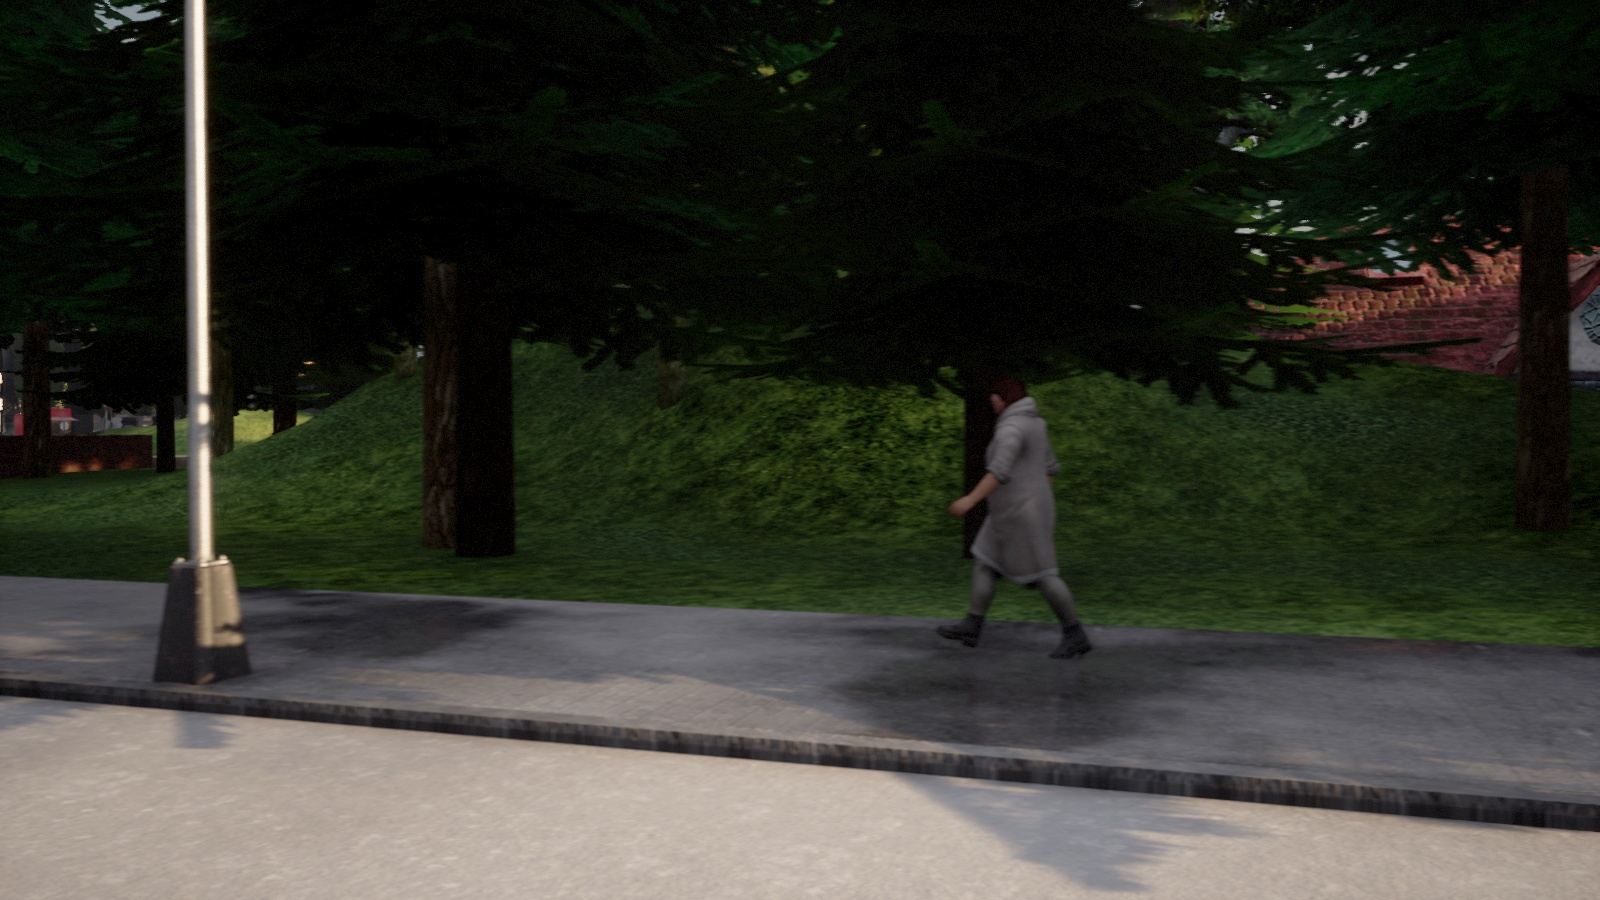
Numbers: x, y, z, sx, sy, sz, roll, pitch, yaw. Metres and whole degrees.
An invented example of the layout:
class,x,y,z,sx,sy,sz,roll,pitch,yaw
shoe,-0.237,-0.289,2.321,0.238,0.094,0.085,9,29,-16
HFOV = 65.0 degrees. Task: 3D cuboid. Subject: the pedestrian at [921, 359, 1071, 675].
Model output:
class,x,y,z,sx,sy,sz,roll,pitch,yaw
pedestrian,1.291,0.409,8.197,0.873,1.952,0.659,0,1,16
